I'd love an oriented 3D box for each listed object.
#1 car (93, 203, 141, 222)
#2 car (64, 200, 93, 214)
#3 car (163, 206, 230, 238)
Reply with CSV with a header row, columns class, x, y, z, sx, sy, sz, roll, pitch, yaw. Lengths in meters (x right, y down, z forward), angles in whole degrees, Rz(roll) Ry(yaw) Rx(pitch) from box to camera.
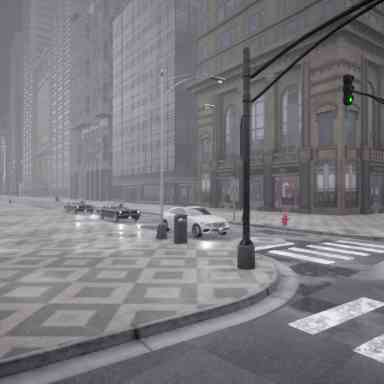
class,x,y,z,sx,sy,sz,roll,pitch,yaw
car,-5.766,1.522,25.891,1.895,1.301,4.718,0,0,-35
car,-11.646,1.497,34.182,1.895,1.301,4.718,0,0,-35
car,-0.013,1.475,17.770,1.812,1.442,4.674,0,0,-37
